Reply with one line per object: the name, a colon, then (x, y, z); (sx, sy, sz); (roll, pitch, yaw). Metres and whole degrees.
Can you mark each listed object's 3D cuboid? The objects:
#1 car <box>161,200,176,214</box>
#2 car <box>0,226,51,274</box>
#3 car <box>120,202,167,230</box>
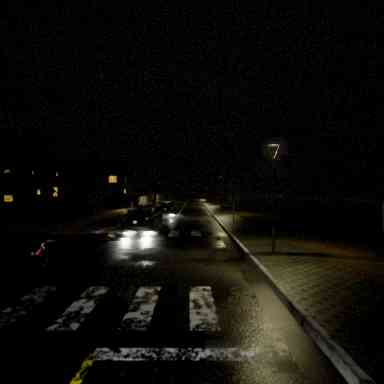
car: (-2.714, 1.560, 35.503); (1.994, 1.385, 4.181); (0, 0, 0)
car: (-6.512, 1.371, 8.495); (5.357, 1.411, 2.033); (5, 0, -16)
car: (-3.090, 1.561, 21.144); (1.994, 1.385, 4.181); (0, 0, 6)
